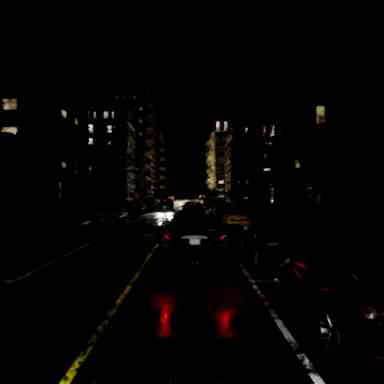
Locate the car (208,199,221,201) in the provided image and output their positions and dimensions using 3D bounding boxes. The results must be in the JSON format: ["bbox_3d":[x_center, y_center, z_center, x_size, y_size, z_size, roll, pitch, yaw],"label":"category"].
[{"bbox_3d":[2.810,1.585,30.458,2.008,1.369,4.403,0,0,0],"label":"car"}]

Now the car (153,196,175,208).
[{"bbox_3d":[-3.077,1.537,39.761,2.128,1.511,4.902,0,0,0],"label":"car"}]

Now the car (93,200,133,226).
[{"bbox_3d":[-5.743,1.552,23.853,1.752,1.417,4.829,1,0,0],"label":"car"}]

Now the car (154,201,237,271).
[{"bbox_3d":[0.088,1.365,11.138,2.097,1.767,4.553,0,0,0],"label":"car"}]

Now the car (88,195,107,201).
[{"bbox_3d":[-19.971,1.255,69.351,4.507,1.381,1.887,1,-2,0],"label":"car"}]

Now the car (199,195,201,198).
[{"bbox_3d":[2.843,1.578,93.477,1.967,1.590,4.097,0,0,0],"label":"car"}]

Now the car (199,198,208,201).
[{"bbox_3d":[0.099,1.509,28.268,1.882,1.535,5.008,0,0,0],"label":"car"}]

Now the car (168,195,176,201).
[{"bbox_3d":[-5.740,1.686,94.702,1.887,1.381,4.507,0,0,0],"label":"car"}]

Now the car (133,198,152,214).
[{"bbox_3d":[-5.793,1.591,35.088,2.008,1.369,4.403,0,0,0],"label":"car"}]

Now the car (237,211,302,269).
[{"bbox_3d":[2.709,1.556,11.001,1.887,1.381,4.507,0,0,0],"label":"car"}]

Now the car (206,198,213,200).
[{"bbox_3d":[2.841,1.610,38.003,1.947,1.339,4.313,0,0,0],"label":"car"}]

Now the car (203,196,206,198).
[{"bbox_3d":[2.845,1.639,47.005,1.802,1.307,4.206,0,0,0],"label":"car"}]

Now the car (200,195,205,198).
[{"bbox_3d":[2.847,1.616,56.006,1.887,1.381,4.507,0,0,0],"label":"car"}]

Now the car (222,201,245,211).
[{"bbox_3d":[2.767,1.549,22.237,1.752,1.417,4.829,0,0,0],"label":"car"}]

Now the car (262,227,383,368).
[{"bbox_3d":[2.700,1.572,5.774,1.947,1.339,4.313,0,0,0],"label":"car"}]
